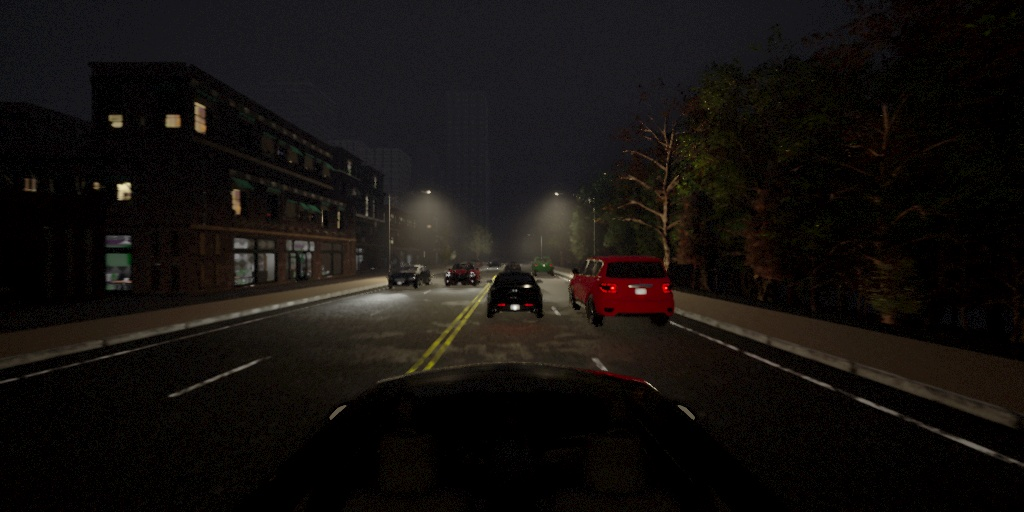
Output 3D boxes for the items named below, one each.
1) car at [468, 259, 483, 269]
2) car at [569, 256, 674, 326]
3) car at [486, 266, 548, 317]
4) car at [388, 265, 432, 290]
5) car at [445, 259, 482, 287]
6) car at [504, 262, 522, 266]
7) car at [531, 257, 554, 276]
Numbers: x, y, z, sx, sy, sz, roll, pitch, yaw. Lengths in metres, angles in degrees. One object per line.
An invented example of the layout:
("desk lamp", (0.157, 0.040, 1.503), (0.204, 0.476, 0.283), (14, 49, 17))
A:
("car", (-6.532, 1.349, 64.431), (2.097, 1.767, 4.553), (0, 0, 0))
("car", (3.347, 1.015, 11.991), (2.150, 2.045, 5.566), (0, 0, 0))
("car", (0.098, 1.305, 13.388), (1.837, 1.490, 4.892), (0, 0, 0))
("car", (-6.599, 1.329, 23.534), (2.128, 1.511, 4.902), (0, 0, 0))
("car", (-3.346, 1.196, 25.153), (2.097, 1.767, 4.553), (0, 0, 0))
("car", (0.095, 1.421, 42.753), (1.837, 1.490, 4.892), (0, 0, 0))
("car", (3.347, 1.127, 39.998), (2.150, 2.045, 5.566), (0, 0, 0))
